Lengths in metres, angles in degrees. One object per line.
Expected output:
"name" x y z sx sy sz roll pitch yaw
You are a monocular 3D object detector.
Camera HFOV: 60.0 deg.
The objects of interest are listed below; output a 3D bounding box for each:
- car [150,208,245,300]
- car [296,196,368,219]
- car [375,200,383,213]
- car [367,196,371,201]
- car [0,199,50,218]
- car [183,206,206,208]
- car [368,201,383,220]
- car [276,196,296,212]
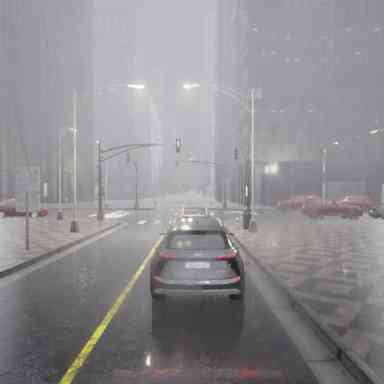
"car" 0.124 1.428 8.407 2.033 1.649 4.856 0 0 1
"car" 12.178 1.463 29.179 5.009 1.841 2.192 0 1 0
"car" 23.464 1.634 37.717 4.313 1.339 1.947 0 1 0
"car" 17.823 1.353 37.709 5.009 1.841 2.192 0 1 0
"car" -14.864 1.567 29.153 4.507 1.381 1.887 0 1 0
"car" 0.129 1.507 17.493 1.837 1.490 4.892 0 0 0
"car" 17.821 1.742 29.188 4.313 1.339 1.947 0 1 0
"car" 12.179 1.325 37.703 5.009 1.841 2.192 0 1 0
